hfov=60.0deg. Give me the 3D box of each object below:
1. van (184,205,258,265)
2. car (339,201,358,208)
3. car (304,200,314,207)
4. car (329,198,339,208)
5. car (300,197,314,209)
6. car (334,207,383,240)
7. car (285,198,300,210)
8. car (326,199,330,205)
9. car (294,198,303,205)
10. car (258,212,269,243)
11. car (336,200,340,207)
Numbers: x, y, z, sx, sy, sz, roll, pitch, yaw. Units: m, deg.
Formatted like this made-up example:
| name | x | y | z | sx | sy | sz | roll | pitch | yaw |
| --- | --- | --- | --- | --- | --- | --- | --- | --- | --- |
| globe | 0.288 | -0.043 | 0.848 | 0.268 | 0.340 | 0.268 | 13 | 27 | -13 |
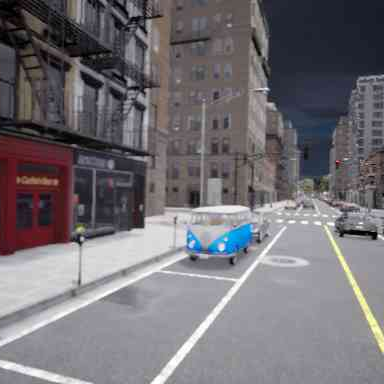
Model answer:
| name | x | y | z | sx | sy | sz | roll | pitch | yaw |
| --- | --- | --- | --- | --- | --- | --- | --- | --- | --- |
| van | 1.070 | 1.392 | 11.758 | 1.690 | 1.788 | 3.998 | 2 | 0 | 20 |
| car | 21.273 | 2.217 | 44.563 | 2.008 | 1.369 | 4.403 | 2 | 0 | 20 |
| car | 25.297 | 2.373 | 71.905 | 1.994 | 1.385 | 4.181 | 2 | 0 | 20 |
| car | 28.903 | 2.351 | 65.971 | 1.967 | 1.590 | 4.097 | 2 | 0 | 20 |
| car | 20.073 | 2.159 | 57.335 | 1.837 | 1.490 | 4.892 | 2 | 0 | 20 |
| car | 9.569 | 1.863 | 19.563 | 1.994 | 1.385 | 4.181 | 2 | 0 | 20 |
| car | 15.566 | 2.048 | 52.448 | 1.752 | 1.417 | 4.829 | 2 | 0 | 20 |
| car | 32.720 | 2.347 | 76.675 | 2.192 | 1.841 | 5.009 | 2 | 0 | 20 |
| car | 27.066 | 2.329 | 84.717 | 1.967 | 1.590 | 4.097 | 2 | 0 | 20 |
| car | 2.880 | 1.660 | 16.849 | 2.008 | 1.369 | 4.403 | 2 | 0 | 20 |
| car | 23.179 | 2.310 | 49.915 | 1.802 | 1.307 | 4.206 | 2 | 0 | 20 |
